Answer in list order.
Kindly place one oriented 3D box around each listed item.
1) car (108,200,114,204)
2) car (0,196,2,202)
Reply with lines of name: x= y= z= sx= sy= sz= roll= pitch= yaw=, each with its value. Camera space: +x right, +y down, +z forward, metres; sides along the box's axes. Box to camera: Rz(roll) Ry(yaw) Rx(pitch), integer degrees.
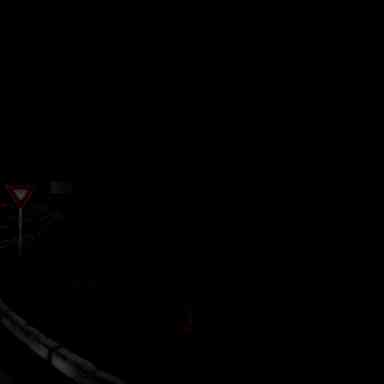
car: x=-15.433 y=2.220 z=70.683 sx=4.892 sy=1.521 sz=2.231 roll=1 pitch=-3 yaw=4
car: x=-27.625 y=0.799 z=44.592 sx=4.674 sy=1.442 sz=1.812 roll=2 pitch=1 yaw=21
